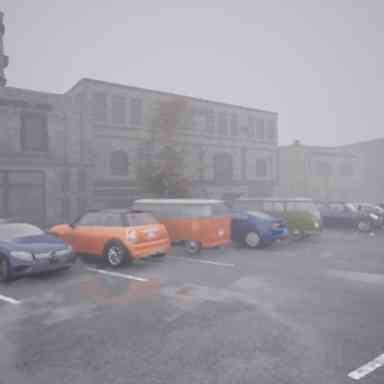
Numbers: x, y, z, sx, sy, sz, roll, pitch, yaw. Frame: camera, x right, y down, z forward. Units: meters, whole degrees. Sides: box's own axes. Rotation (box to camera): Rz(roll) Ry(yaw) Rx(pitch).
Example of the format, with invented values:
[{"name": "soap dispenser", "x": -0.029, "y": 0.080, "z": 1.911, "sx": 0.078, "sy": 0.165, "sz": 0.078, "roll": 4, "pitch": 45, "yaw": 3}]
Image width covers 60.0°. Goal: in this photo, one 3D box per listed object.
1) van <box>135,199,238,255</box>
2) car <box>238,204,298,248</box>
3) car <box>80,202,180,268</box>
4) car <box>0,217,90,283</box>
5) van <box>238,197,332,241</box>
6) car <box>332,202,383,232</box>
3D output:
[{"name": "van", "x": -0.727, "y": 1.260, "z": 13.206, "sx": 4.442, "sy": 1.987, "sz": 1.878, "roll": -1, "pitch": -1, "yaw": 35}, {"name": "car", "x": 1.765, "y": 1.486, "z": 14.839, "sx": 5.008, "sy": 1.535, "sz": 2.097, "roll": -1, "pitch": -1, "yaw": 35}, {"name": "car", "x": -2.993, "y": 1.357, "z": 11.420, "sx": 4.553, "sy": 1.767, "sz": 2.185, "roll": -1, "pitch": 0, "yaw": 35}, {"name": "car", "x": -5.403, "y": 1.526, "z": 9.740, "sx": 4.674, "sy": 1.452, "sz": 2.002, "roll": -1, "pitch": -1, "yaw": 35}, {"name": "van", "x": 4.248, "y": 1.261, "z": 16.487, "sx": 4.442, "sy": 1.987, "sz": 1.878, "roll": -1, "pitch": -1, "yaw": 35}, {"name": "car", "x": 8.905, "y": 1.373, "z": 19.974, "sx": 4.553, "sy": 1.767, "sz": 2.185, "roll": -1, "pitch": -1, "yaw": 35}]
